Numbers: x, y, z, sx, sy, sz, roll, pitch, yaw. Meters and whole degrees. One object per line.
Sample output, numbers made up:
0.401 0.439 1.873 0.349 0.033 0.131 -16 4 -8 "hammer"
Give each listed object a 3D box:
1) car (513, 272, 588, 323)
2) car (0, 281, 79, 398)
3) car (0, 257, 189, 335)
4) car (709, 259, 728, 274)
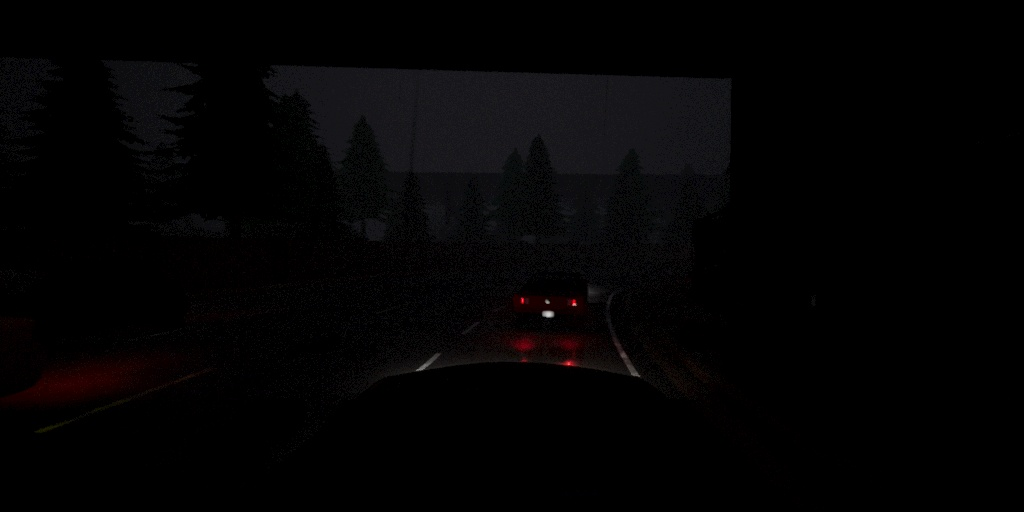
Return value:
1.427 1.135 11.249 1.895 1.301 4.718 0 1 13 "car"
-6.927 1.199 2.363 1.882 1.535 5.008 0 1 3 "car"
-9.954 0.946 7.707 2.097 1.767 4.553 0 1 8 "car"
15.618 0.776 23.912 4.892 1.490 1.837 0 1 -6 "car"
